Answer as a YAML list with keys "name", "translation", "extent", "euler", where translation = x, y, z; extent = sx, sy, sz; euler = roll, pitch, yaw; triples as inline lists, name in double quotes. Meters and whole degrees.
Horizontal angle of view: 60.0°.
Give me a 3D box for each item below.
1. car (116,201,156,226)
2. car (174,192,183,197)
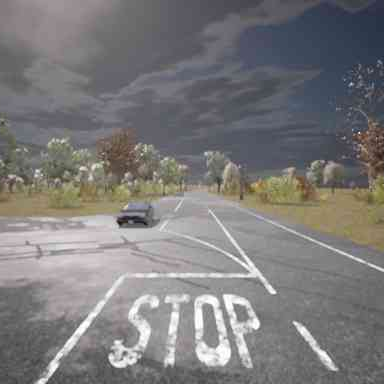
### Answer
- name: "car"
  translation: [-3.447, 1.313, 21.461]
  extent: [2.033, 1.411, 5.357]
  euler: [0, 0, 0]
- name: "car"
  translation: [-3.207, 0.582, 82.578]
  extent: [1.994, 1.385, 4.181]
  euler: [0, 1, 2]
